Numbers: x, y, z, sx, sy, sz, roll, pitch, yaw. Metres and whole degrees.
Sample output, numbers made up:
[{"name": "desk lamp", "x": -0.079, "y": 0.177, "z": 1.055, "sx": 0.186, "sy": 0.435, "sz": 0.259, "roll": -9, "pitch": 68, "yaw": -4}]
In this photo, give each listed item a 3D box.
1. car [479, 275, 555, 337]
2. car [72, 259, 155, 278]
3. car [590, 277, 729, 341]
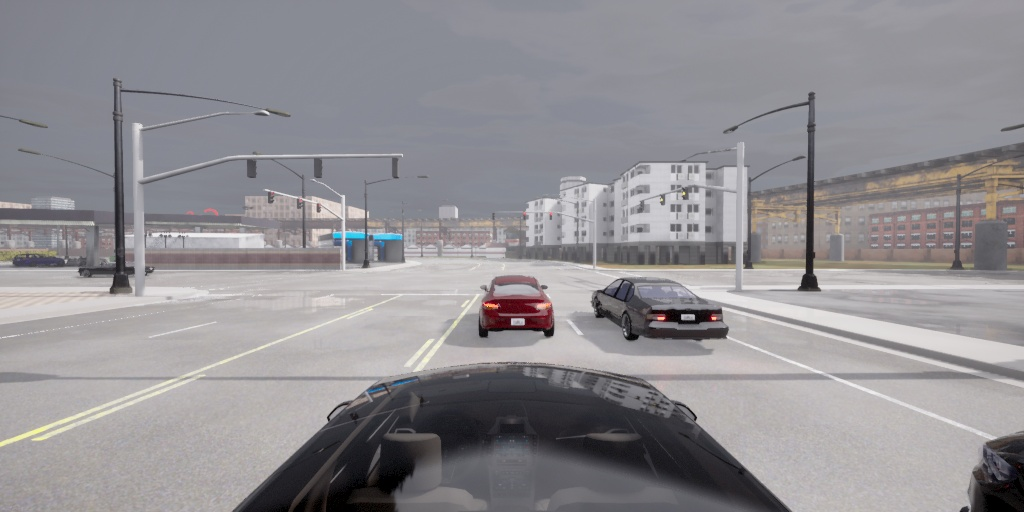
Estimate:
[{"name": "car", "x": 0.071, "y": 1.256, "z": 10.102, "sx": 1.812, "sy": 1.442, "sz": 4.674, "roll": 0, "pitch": 0, "yaw": -1}, {"name": "car", "x": -33.436, "y": 1.134, "z": 30.302, "sx": 4.718, "sy": 1.301, "sz": 1.895, "roll": 0, "pitch": 1, "yaw": -1}, {"name": "car", "x": 3.582, "y": 1.282, "z": 9.817, "sx": 2.033, "sy": 1.411, "sz": 5.357, "roll": 0, "pitch": 0, "yaw": 0}]
